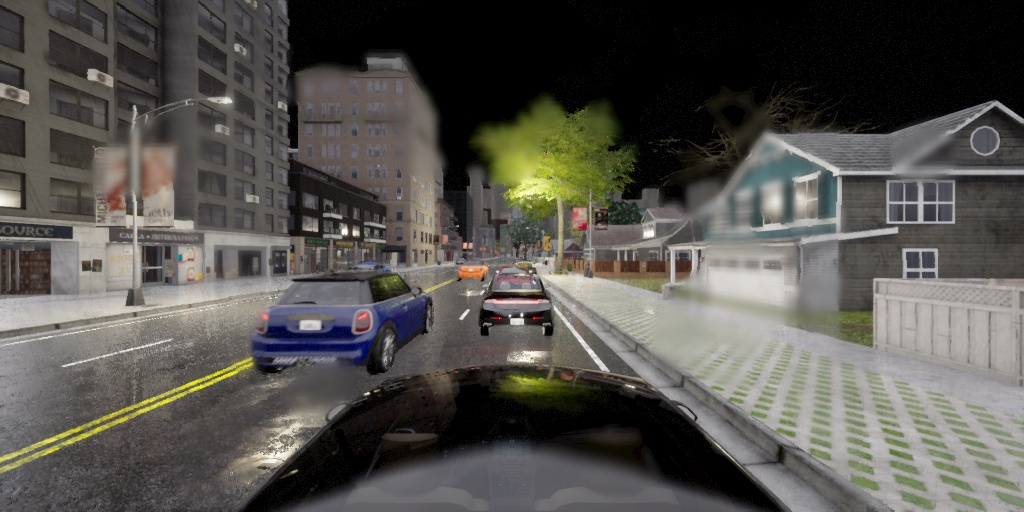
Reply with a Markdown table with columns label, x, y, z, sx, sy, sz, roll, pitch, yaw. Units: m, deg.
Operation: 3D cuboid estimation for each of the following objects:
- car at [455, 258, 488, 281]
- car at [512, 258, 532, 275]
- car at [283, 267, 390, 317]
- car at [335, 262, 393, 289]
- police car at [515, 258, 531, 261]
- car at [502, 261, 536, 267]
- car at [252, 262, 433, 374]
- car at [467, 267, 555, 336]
| label | x | y | z | sx | sy | sz | roll | pitch | yaw |
| --- | --- | --- | --- | --- | --- | --- | --- | --- | --- |
| car | -3.118 | 1.081 | 29.538 | 2.097 | 1.767 | 4.553 | 0 | 0 | 0 |
| car | 1.015 | 1.068 | 39.468 | 2.097 | 1.767 | 4.553 | 0 | 0 | 0 |
| car | -6.585 | 1.250 | 14.197 | 1.837 | 1.490 | 4.892 | 0 | 0 | 0 |
| car | -9.825 | 1.214 | 24.281 | 1.882 | 1.535 | 5.008 | 0 | 0 | 0 |
| police car | 1.005 | 1.155 | 29.608 | 1.930 | 1.638 | 5.238 | 0 | 0 | 0 |
| car | 0.120 | 1.219 | 19.879 | 1.882 | 1.535 | 5.008 | 0 | 0 | 0 |
| car | -3.143 | 1.101 | 7.715 | 2.097 | 1.767 | 4.553 | 0 | 0 | 0 |
| car | 0.112 | 1.239 | 10.375 | 2.128 | 1.511 | 4.902 | 0 | 0 | 0 |
